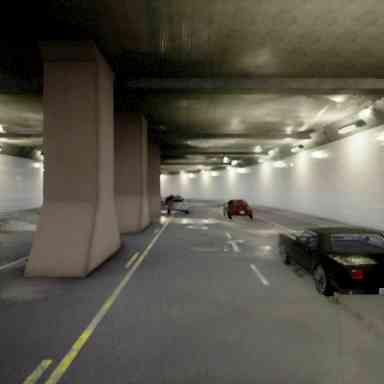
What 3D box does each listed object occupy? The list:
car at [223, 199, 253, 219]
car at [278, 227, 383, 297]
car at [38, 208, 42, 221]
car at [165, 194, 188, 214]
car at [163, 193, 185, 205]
[{"bbox_3d":[3.545,1.271,26.063,1.812,1.442,4.674,0,1,-1],"label":"car"},{"bbox_3d":[3.600,1.519,8.329,1.895,1.301,4.718,0,1,0],"label":"car"},{"bbox_3d":[-7.117,1.025,20.008,2.150,2.045,5.566,0,1,0],"label":"car"},{"bbox_3d":[-1.327,1.221,31.288,1.812,1.442,4.674,0,1,-3],"label":"car"},{"bbox_3d":[-2.673,1.016,48.941,2.128,1.511,4.902,0,1,-16],"label":"car"}]
